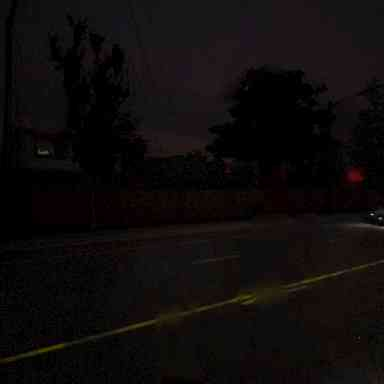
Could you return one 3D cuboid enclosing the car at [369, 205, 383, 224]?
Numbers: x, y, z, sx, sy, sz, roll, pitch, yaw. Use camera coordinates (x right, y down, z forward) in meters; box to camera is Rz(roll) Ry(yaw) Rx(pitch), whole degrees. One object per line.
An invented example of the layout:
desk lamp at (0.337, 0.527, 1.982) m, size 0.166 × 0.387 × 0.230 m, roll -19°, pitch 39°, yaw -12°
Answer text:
car at (13.899, 1.408, 22.529) m, size 4.674 × 1.442 × 1.812 m, roll 0°, pitch 0°, yaw -35°
